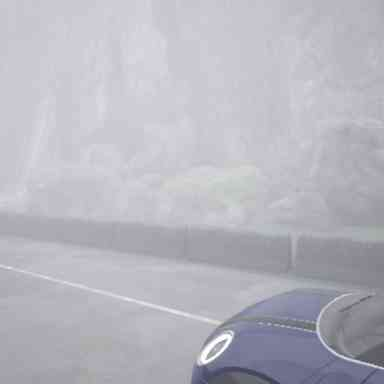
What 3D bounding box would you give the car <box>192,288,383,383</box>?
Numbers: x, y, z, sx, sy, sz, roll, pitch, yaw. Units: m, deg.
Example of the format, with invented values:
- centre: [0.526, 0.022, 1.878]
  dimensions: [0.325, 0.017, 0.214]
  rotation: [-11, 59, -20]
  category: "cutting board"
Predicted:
- centre: [2.188, 1.352, 2.430]
  dimensions: [4.553, 1.767, 2.097]
  rotation: [0, 0, 36]
  category: "car"
